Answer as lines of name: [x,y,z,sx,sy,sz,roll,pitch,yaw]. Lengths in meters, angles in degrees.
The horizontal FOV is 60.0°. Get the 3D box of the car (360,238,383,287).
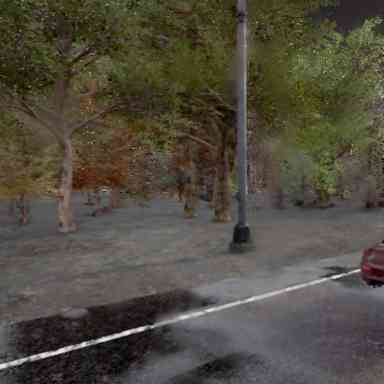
car: [5.805,1.493,7.885,4.674,1.442,1.812,0,0,-35]
